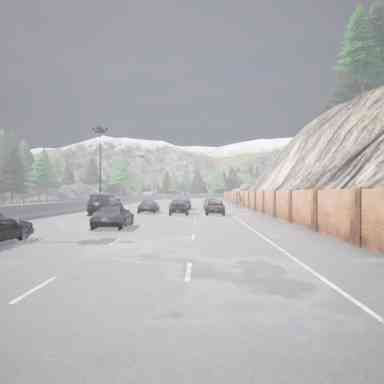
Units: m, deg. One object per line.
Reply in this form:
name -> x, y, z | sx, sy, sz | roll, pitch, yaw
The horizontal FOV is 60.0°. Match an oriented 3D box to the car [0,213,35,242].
car -> -8.648, 1.548, 13.761 | 2.033, 1.411, 5.357 | 0, 0, 1

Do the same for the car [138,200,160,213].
car -> -4.693, 1.563, 36.456 | 1.994, 1.385, 4.181 | 0, 0, 1

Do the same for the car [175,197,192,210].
car -> -1.050, 1.478, 43.490 | 1.882, 1.535, 5.008 | 0, 0, 1

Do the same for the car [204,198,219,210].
car -> 2.446, 1.526, 43.277 | 1.812, 1.442, 4.674 | 0, 0, 1

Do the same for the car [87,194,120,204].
car -> -8.287, 1.222, 31.814 | 2.150, 2.045, 5.566 | 0, 0, 1

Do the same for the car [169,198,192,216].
car -> -1.263, 1.505, 33.046 | 1.837, 1.490, 4.892 | 0, 0, 1

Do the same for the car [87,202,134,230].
car -> -5.005, 1.563, 21.199 | 1.994, 1.385, 4.181 | 0, 0, 1

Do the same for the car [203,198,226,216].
car -> 2.234, 1.491, 32.831 | 2.128, 1.511, 4.902 | 0, 0, 1
